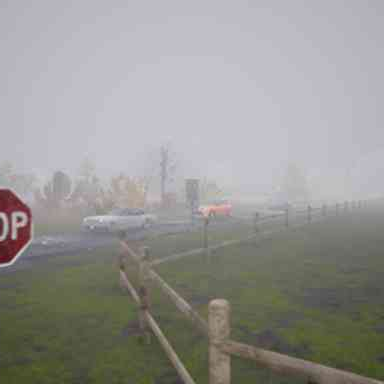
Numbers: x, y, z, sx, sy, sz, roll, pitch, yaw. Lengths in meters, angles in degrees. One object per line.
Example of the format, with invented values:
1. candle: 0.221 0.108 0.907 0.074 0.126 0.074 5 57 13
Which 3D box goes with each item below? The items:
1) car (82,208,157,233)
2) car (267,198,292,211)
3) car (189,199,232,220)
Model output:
1. car: -4.411 1.708 20.712 1.895 1.301 4.718 -1 0 36
2. car: 11.217 1.574 42.200 1.837 1.490 4.892 -1 -1 36
3. car: 1.662 1.437 29.075 2.097 1.767 4.553 -1 0 36
